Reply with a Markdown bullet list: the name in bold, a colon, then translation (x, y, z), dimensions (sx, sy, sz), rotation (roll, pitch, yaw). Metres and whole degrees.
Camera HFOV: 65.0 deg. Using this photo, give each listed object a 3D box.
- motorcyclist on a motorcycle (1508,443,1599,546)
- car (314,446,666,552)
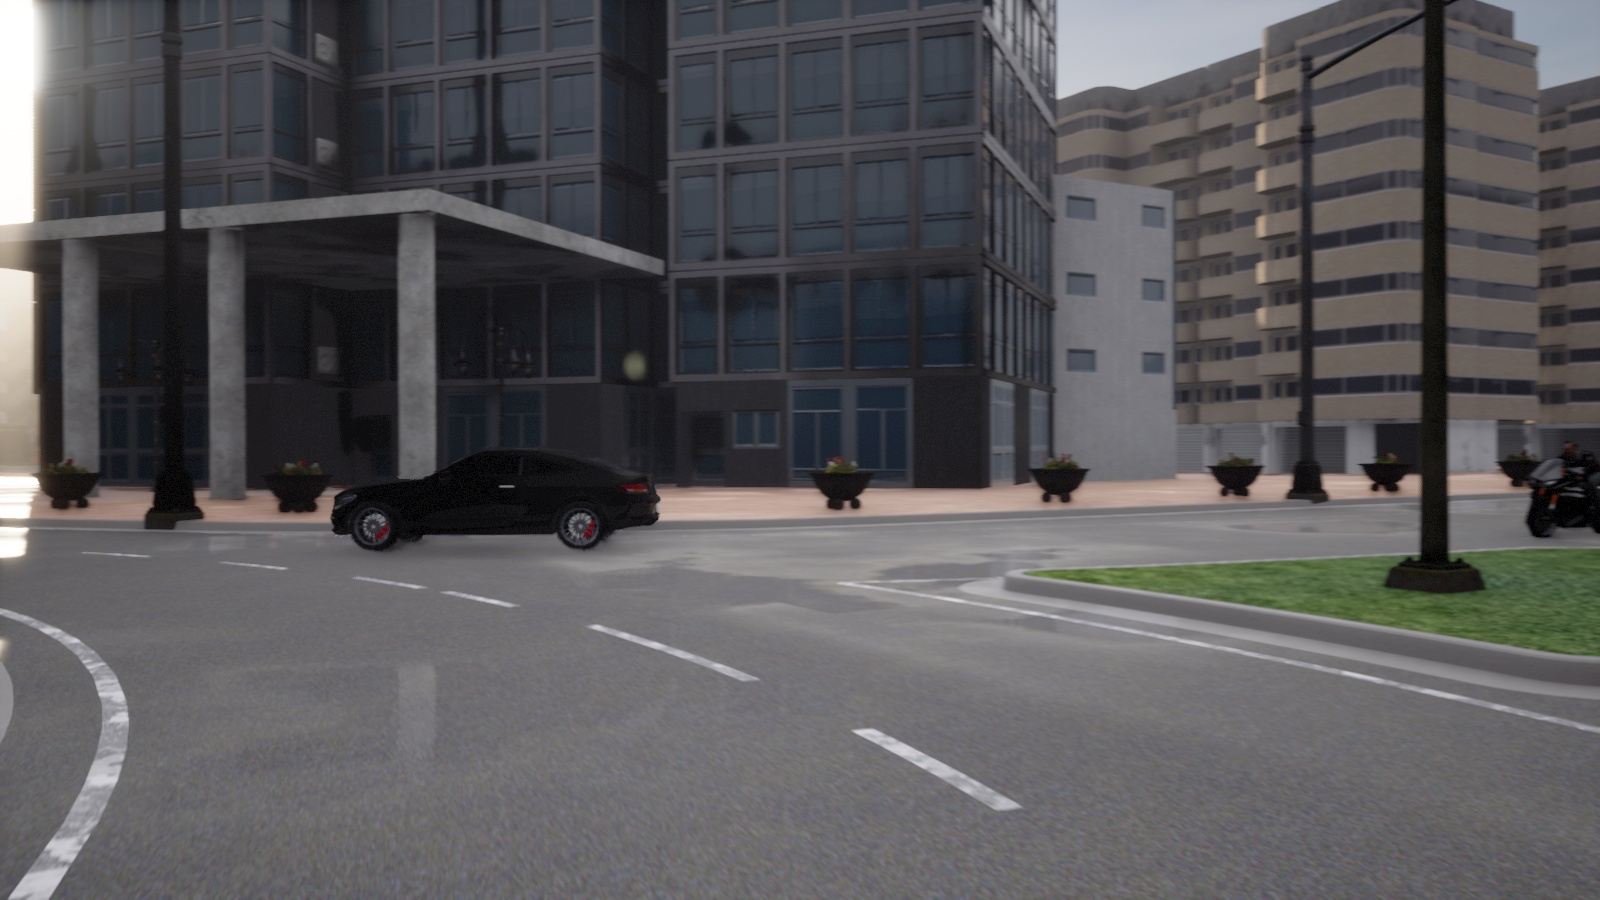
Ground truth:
- **motorcyclist on a motorcycle**: translation (12.110, 0.653, 19.472), dimensions (2.191, 1.530, 0.866), rotation (0, 0, -26)
- **car**: translation (-4.367, 0.675, 18.224), dimensions (4.674, 1.442, 1.812), rotation (0, 0, -1)
